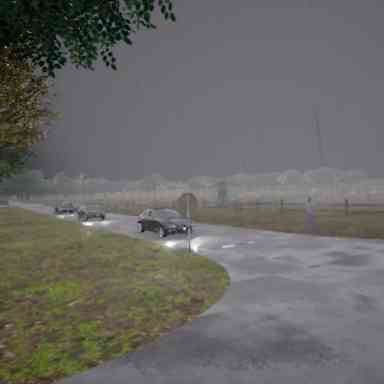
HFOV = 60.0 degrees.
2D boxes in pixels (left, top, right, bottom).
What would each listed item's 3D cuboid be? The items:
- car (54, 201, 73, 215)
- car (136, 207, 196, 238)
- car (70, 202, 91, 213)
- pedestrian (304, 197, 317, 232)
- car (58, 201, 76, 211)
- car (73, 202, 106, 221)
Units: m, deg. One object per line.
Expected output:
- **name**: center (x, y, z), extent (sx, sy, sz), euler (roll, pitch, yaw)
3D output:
- **car**: center (-17.109, 2.258, 44.423), extent (2.033, 1.411, 5.357), euler (-3, 0, -31)
- **car**: center (-1.636, 1.676, 19.125), extent (1.837, 1.490, 4.892), euler (-3, 0, -32)
- **car**: center (-16.397, 2.221, 48.791), extent (1.994, 1.385, 4.181), euler (-3, 0, -32)
- **pedestrian**: center (6.279, 1.159, 17.633), extent (0.375, 1.860, 0.375), euler (-4, 2, -32)
- **car**: center (-21.557, 2.334, 57.179), extent (1.837, 1.490, 4.892), euler (-3, 0, -32)
- **car**: center (-9.908, 1.971, 32.602), extent (1.837, 1.490, 4.892), euler (-3, 0, -32)
